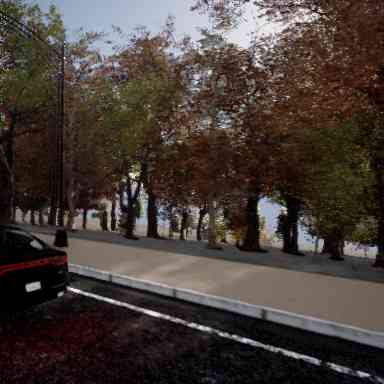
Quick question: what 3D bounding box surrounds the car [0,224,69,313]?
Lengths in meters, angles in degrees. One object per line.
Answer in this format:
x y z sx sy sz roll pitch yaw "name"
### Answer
-4.671 1.414 7.014 5.008 1.535 1.882 1 0 35 "car"
